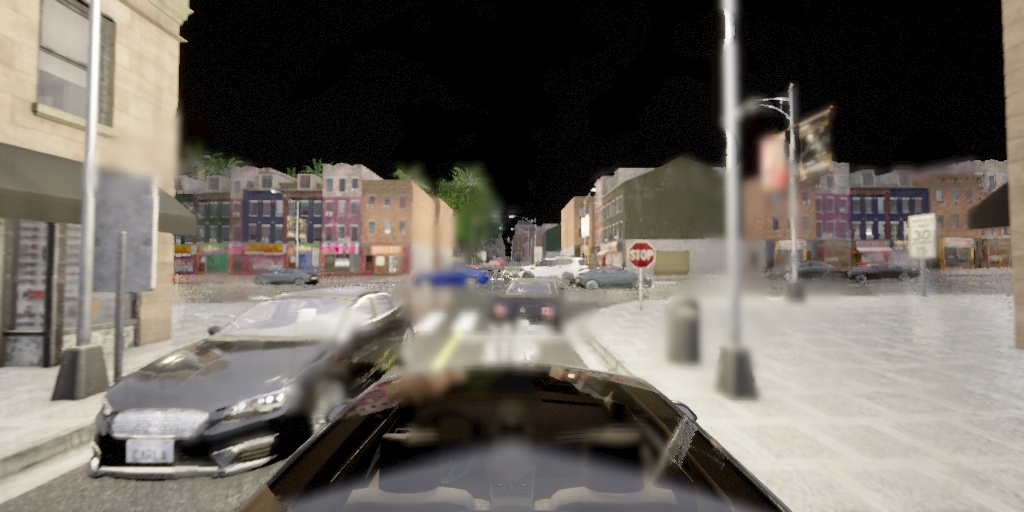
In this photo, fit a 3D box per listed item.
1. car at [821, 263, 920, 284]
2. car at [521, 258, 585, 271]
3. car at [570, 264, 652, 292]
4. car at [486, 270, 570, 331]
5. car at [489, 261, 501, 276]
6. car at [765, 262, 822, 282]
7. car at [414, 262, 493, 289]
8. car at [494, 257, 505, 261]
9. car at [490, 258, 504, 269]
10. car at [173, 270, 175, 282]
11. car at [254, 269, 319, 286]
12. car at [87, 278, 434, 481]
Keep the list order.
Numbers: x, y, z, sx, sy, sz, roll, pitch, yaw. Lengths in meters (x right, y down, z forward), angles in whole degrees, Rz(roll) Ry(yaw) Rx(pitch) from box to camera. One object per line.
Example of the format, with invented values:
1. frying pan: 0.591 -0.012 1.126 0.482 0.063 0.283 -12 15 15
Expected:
1. car: 24.242 1.187 24.207 4.718 1.301 1.895 -1 -2 -1
2. car: 3.297 1.170 28.548 5.566 2.045 2.150 -1 -1 25
3. car: 5.776 1.287 20.588 4.181 1.385 1.994 -1 -2 -1
4. car: 0.705 1.353 11.227 1.895 1.301 4.718 0 2 10
5. car: -2.594 1.535 39.399 1.895 1.301 4.718 0 0 2
6. car: 22.094 1.209 27.439 4.892 1.490 1.837 -1 -2 0
7. car: -3.996 1.373 23.918 5.008 1.535 1.882 -1 0 -1
8. car: -2.486 1.264 62.739 2.150 2.045 5.566 0 0 1
9. car: -2.539 1.459 49.774 1.882 1.535 5.008 0 0 0
10. car: -25.744 1.176 23.755 5.566 2.045 2.150 1 -2 0
11. car: -16.903 1.630 27.072 4.181 1.385 1.994 0 -2 0
12. car: -2.791 1.263 5.219 2.128 1.511 4.902 0 0 0
